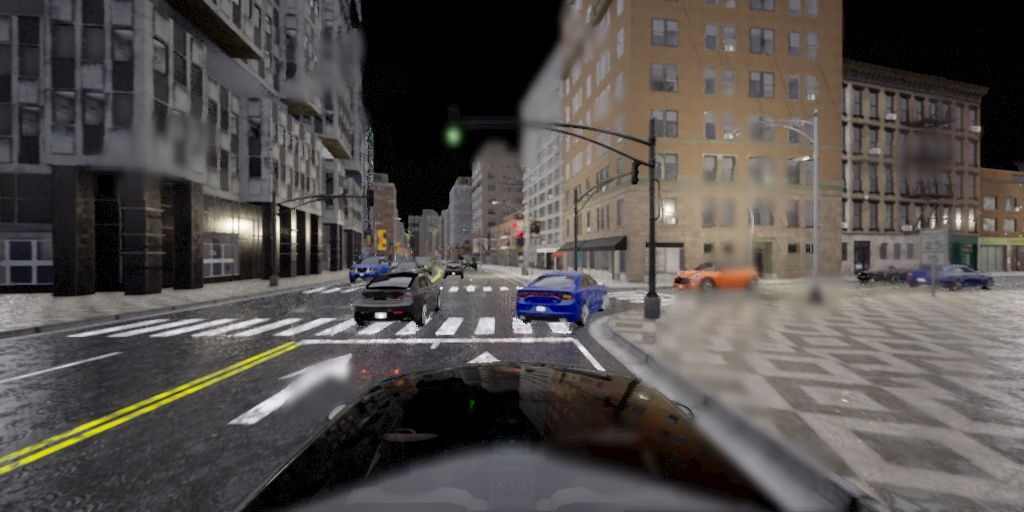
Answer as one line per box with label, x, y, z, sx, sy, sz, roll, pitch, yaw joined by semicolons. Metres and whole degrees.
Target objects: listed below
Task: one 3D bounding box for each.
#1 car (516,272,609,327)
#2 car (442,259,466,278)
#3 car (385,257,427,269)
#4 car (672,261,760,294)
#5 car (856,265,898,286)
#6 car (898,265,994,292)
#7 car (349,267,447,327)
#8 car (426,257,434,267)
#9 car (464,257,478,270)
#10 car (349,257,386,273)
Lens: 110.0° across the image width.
car;1.843;1.253;11.839;1.882;1.535;5.008;-1;0;26
car;-5.731;1.362;35.429;1.837;1.490;4.892;0;0;-8
car;-8.309;1.191;28.560;2.097;1.767;4.553;0;0;-7
car;11.296;1.073;19.979;4.553;1.767;2.097;0;0;-16
car;25.556;1.272;23.908;4.718;1.301;1.895;0;0;-15
car;24.879;1.211;20.423;4.674;1.442;1.812;0;0;-15
car;-3.494;1.288;11.687;1.837;1.490;4.892;0;0;-2
car;-9.899;1.101;39.843;2.150;2.045;5.566;0;0;-9
car;-7.009;1.165;58.942;2.150;2.045;5.566;0;0;-15
car;-11.737;1.069;29.906;2.150;2.045;5.566;0;0;-7
